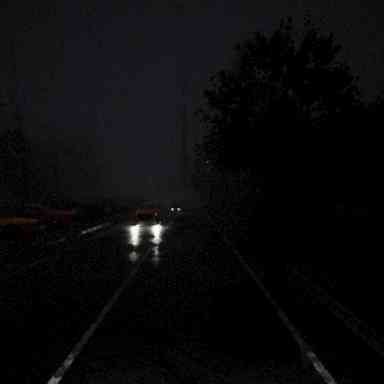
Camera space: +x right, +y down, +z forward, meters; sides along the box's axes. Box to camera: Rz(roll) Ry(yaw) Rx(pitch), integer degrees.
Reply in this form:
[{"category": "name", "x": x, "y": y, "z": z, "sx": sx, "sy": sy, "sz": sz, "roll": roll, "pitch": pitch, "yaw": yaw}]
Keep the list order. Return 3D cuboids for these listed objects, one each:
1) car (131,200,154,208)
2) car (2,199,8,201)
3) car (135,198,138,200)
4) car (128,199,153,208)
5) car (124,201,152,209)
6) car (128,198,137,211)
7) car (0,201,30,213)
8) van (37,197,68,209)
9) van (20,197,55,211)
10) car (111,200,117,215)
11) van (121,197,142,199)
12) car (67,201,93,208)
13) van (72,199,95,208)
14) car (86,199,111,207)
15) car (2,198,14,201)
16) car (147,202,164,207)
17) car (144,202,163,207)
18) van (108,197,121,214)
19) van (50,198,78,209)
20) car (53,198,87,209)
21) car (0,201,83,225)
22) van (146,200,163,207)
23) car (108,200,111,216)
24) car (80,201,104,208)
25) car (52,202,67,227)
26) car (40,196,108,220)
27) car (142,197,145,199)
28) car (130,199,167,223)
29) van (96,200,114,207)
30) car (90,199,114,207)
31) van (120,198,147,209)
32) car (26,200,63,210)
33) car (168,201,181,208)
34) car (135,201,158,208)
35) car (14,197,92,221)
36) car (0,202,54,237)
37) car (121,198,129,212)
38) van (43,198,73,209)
[{"category": "car", "x": -10.263, "y": 2.475, "z": 69.376, "sx": 4.553, "sy": 1.767, "sz": 2.185, "roll": 0, "pitch": -2, "yaw": 0}, {"category": "car", "x": -23.393, "y": 1.763, "z": 36.165, "sx": 5.008, "sy": 1.535, "sz": 2.097, "roll": 0, "pitch": -1, "yaw": 0}, {"category": "car", "x": -10.313, "y": 2.003, "z": 47.191, "sx": 4.674, "sy": 1.452, "sz": 2.002, "roll": 0, "pitch": -1, "yaw": 0}, {"category": "car", "x": -10.265, "y": 2.380, "z": 66.601, "sx": 4.553, "sy": 1.767, "sz": 2.185, "roll": 0, "pitch": -2, "yaw": 0}, {"category": "car", "x": -10.293, "y": 2.411, "z": 63.822, "sx": 5.008, "sy": 1.535, "sz": 2.097, "roll": 0, "pitch": -2, "yaw": 0}, {"category": "car", "x": -10.282, "y": 1.943, "z": 44.414, "sx": 4.792, "sy": 1.488, "sz": 2.163, "roll": 0, "pitch": -1, "yaw": 0}, {"category": "car", "x": -23.388, "y": 1.866, "z": 41.830, "sx": 4.892, "sy": 1.521, "sz": 2.231, "roll": 0, "pitch": -1, "yaw": 0}, {"category": "van", "x": -23.268, "y": 1.901, "z": 55.533, "sx": 4.442, "sy": 1.987, "sz": 1.878, "roll": 0, "pitch": -1, "yaw": 0}, {"category": "van", "x": -23.271, "y": 1.789, "z": 50.143, "sx": 4.442, "sy": 1.987, "sz": 1.878, "roll": 0, "pitch": -1, "yaw": 0}, {"category": "car", "x": -10.323, "y": 1.754, "z": 33.312, "sx": 4.674, "sy": 1.452, "sz": 2.002, "roll": 0, "pitch": -1, "yaw": 0}, {"category": "van", "x": -10.192, "y": 1.787, "z": 49.971, "sx": 4.442, "sy": 1.987, "sz": 1.878, "roll": 0, "pitch": -1, "yaw": 0}, {"category": "car", "x": -23.372, "y": 2.643, "z": 69.501, "sx": 4.674, "sy": 1.452, "sz": 2.002, "roll": 0, "pitch": -2, "yaw": 0}, {"category": "van", "x": -23.489, "y": 2.467, "z": 72.152, "sx": 4.442, "sy": 1.987, "sz": 1.878, "roll": 0, "pitch": -2, "yaw": 0}, {"category": "car", "x": -23.336, "y": 2.824, "z": 83.354, "sx": 5.566, "sy": 2.045, "sz": 2.435, "roll": 0, "pitch": -2, "yaw": 0}, {"category": "car", "x": -23.391, "y": 1.815, "z": 39.061, "sx": 5.008, "sy": 1.535, "sz": 2.097, "roll": 0, "pitch": -1, "yaw": 0}, {"category": "car", "x": -10.306, "y": 3.481, "z": 94.342, "sx": 4.792, "sy": 1.488, "sz": 2.163, "roll": 0, "pitch": -2, "yaw": 0}, {"category": "car", "x": -10.251, "y": 3.292, "z": 88.792, "sx": 4.792, "sy": 1.488, "sz": 2.163, "roll": 0, "pitch": -2, "yaw": 0}, {"category": "van", "x": -10.435, "y": 1.538, "z": 36.092, "sx": 4.442, "sy": 1.987, "sz": 1.878, "roll": 0, "pitch": -1, "yaw": 0}, {"category": "van", "x": -23.497, "y": 2.090, "z": 61.078, "sx": 4.442, "sy": 1.987, "sz": 1.878, "roll": 0, "pitch": -2, "yaw": 0}, {"category": "car", "x": -23.350, "y": 2.159, "z": 63.848, "sx": 5.566, "sy": 2.045, "sz": 2.435, "roll": 0, "pitch": -2, "yaw": 0}, {"category": "car", "x": -10.335, "y": 1.524, "z": 22.214, "sx": 5.008, "sy": 1.535, "sz": 2.097, "roll": 0, "pitch": -1, "yaw": 0}, {"category": "van", "x": -10.395, "y": 3.131, "z": 91.576, "sx": 4.442, "sy": 1.987, "sz": 1.878, "roll": 0, "pitch": -2, "yaw": 0}, {"category": "car", "x": -10.352, "y": 1.693, "z": 30.537, "sx": 4.792, "sy": 1.488, "sz": 2.163, "roll": 0, "pitch": -1, "yaw": 0}, {"category": "car", "x": -23.362, "y": 2.886, "z": 77.807, "sx": 5.008, "sy": 1.535, "sz": 2.097, "roll": 0, "pitch": -2, "yaw": 0}, {"category": "car", "x": -10.336, "y": 1.491, "z": 19.442, "sx": 4.892, "sy": 1.521, "sz": 2.231, "roll": 0, "pitch": -1, "yaw": 0}, {"category": "car", "x": -10.296, "y": 1.363, "z": 27.766, "sx": 5.566, "sy": 2.045, "sz": 2.435, "roll": 0, "pitch": -1, "yaw": 0}, {"category": "car", "x": -10.333, "y": 1.876, "z": 55.507, "sx": 5.566, "sy": 2.045, "sz": 2.435, "roll": 0, "pitch": -2, "yaw": 0}, {"category": "car", "x": -3.352, "y": 1.593, "z": 26.360, "sx": 1.882, "sy": 1.535, "sz": 5.008, "roll": 0, "pitch": -1, "yaw": 0}, {"category": "van", "x": -23.243, "y": 3.038, "z": 88.889, "sx": 4.442, "sy": 1.987, "sz": 1.878, "roll": 0, "pitch": -2, "yaw": 0}, {"category": "car", "x": -23.334, "y": 2.918, "z": 86.122, "sx": 5.566, "sy": 2.045, "sz": 2.435, "roll": 0, "pitch": -2, "yaw": 0}, {"category": "van", "x": -10.186, "y": 1.996, "z": 58.281, "sx": 4.442, "sy": 1.987, "sz": 1.878, "roll": 0, "pitch": -2, "yaw": 0}, {"category": "car", "x": -23.391, "y": 2.064, "z": 52.908, "sx": 5.008, "sy": 1.535, "sz": 2.097, "roll": 0, "pitch": -1, "yaw": 0}, {"category": "car", "x": -3.257, "y": 2.601, "z": 67.640, "sx": 1.994, "sy": 1.385, "sz": 4.181, "roll": 0, "pitch": -2, "yaw": 0}, {"category": "car", "x": -10.284, "y": 2.790, "z": 74.921, "sx": 4.892, "sy": 1.521, "sz": 2.231, "roll": 0, "pitch": -2, "yaw": 0}, {"category": "car", "x": -10.358, "y": 1.441, "z": 24.992, "sx": 4.553, "sy": 1.767, "sz": 2.185, "roll": 0, "pitch": -1, "yaw": 0}, {"category": "car", "x": -10.147, "y": 1.461, "z": 16.673, "sx": 5.366, "sy": 1.575, "sz": 1.946, "roll": 0, "pitch": -1, "yaw": 0}, {"category": "car", "x": -10.322, "y": 1.813, "z": 38.864, "sx": 5.008, "sy": 1.535, "sz": 2.097, "roll": 0, "pitch": -1, "yaw": 0}, {"category": "van", "x": -23.498, "y": 2.000, "z": 58.435, "sx": 4.442, "sy": 1.987, "sz": 1.878, "roll": 0, "pitch": -2, "yaw": 0}]
